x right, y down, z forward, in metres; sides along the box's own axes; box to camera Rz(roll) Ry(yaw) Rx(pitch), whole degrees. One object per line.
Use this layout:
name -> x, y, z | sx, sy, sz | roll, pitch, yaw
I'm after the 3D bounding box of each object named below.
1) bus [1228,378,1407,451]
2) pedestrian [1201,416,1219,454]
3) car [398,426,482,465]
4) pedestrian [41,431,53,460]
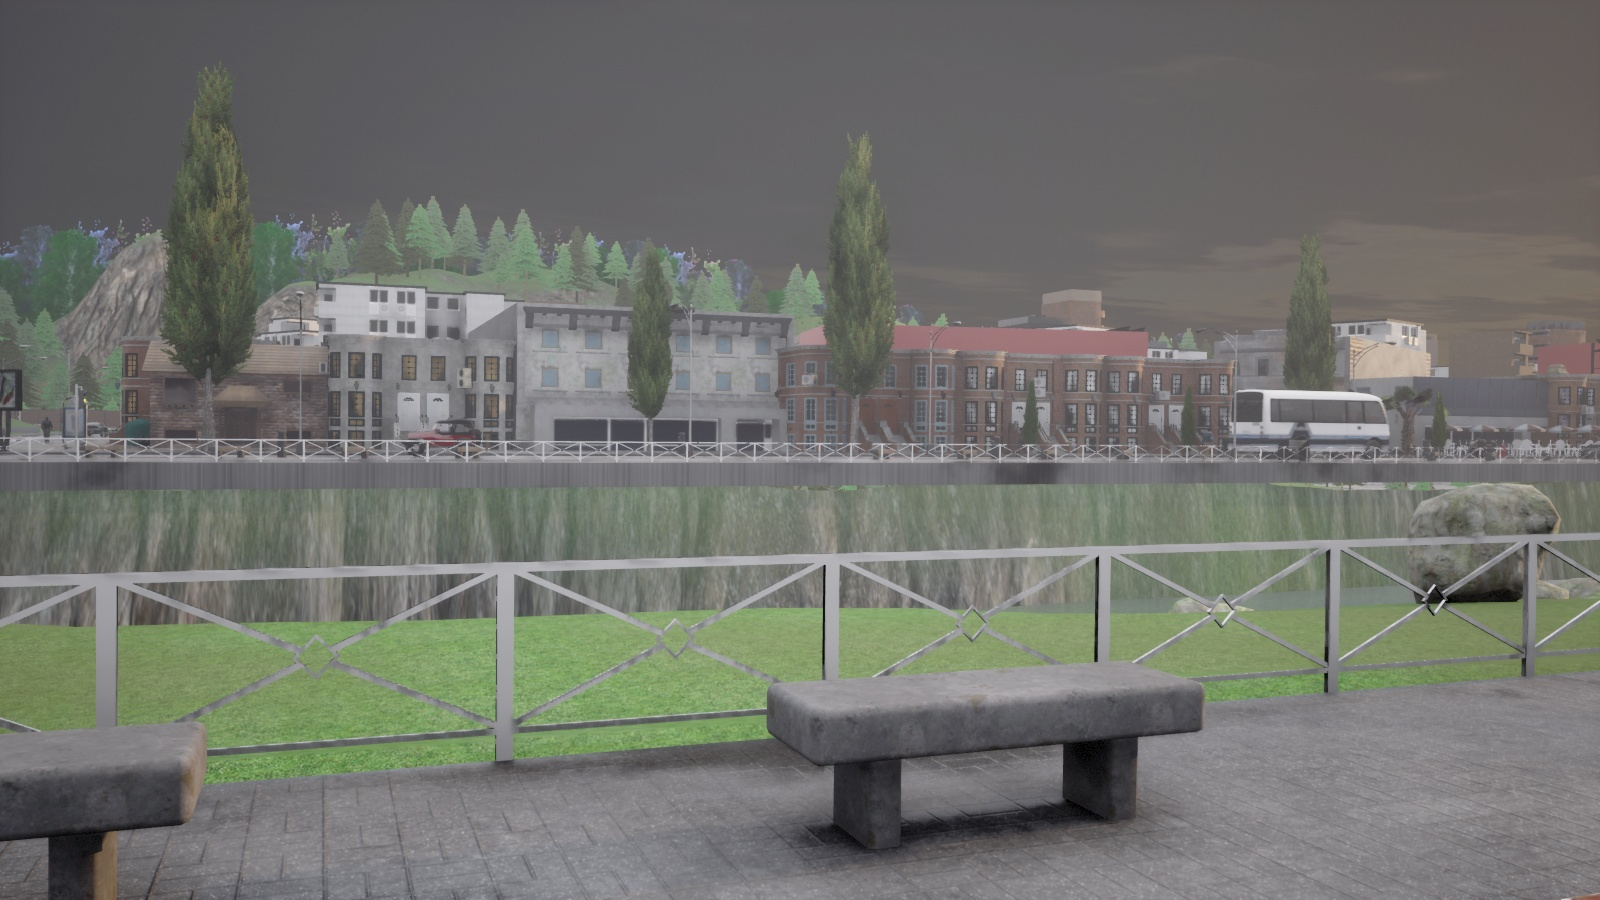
bus -> 31.995, -2.187, 77.600 | 10.273, 4.253, 3.944 | -1, 1, -21
pedestrian -> 21.061, -0.769, 64.494 | 0.788, 1.949, 0.423 | -1, 1, -23
car -> -18.047, -0.234, 62.861 | 3.866, 1.878, 1.905 | -1, 1, -21
pedestrian -> -49.737, -0.307, 82.952 | 0.563, 1.883, 0.849 | -1, 1, -34
